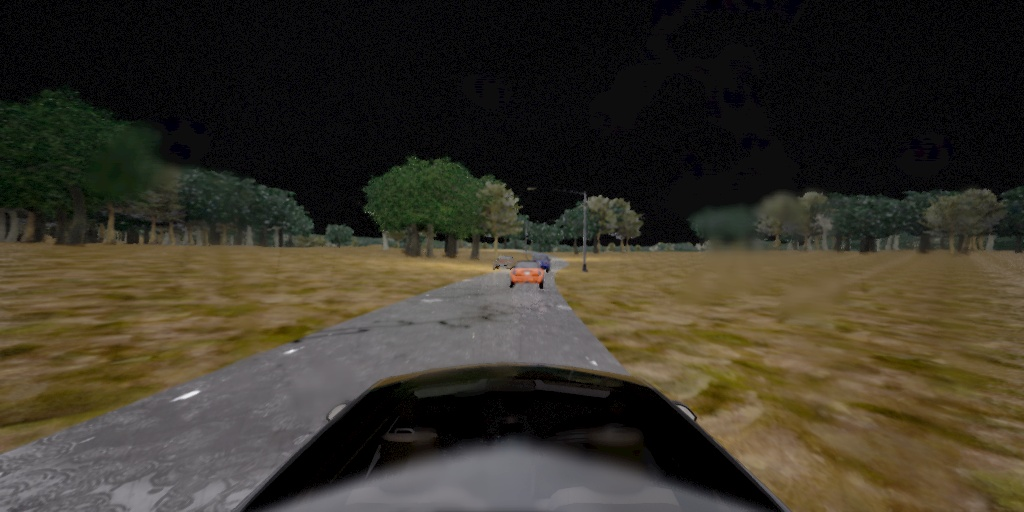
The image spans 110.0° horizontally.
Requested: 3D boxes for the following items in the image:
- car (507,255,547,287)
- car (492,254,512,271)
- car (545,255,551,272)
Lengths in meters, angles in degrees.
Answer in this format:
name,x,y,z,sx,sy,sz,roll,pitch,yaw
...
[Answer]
name,x,y,z,sx,sy,sz,roll,pitch,yaw
car,1.067,1.040,23.809,2.097,1.767,4.553,1,0,5
car,-0.702,0.596,36.650,2.097,1.767,4.553,1,0,8
car,3.448,0.867,43.111,2.150,2.045,5.566,1,0,9
